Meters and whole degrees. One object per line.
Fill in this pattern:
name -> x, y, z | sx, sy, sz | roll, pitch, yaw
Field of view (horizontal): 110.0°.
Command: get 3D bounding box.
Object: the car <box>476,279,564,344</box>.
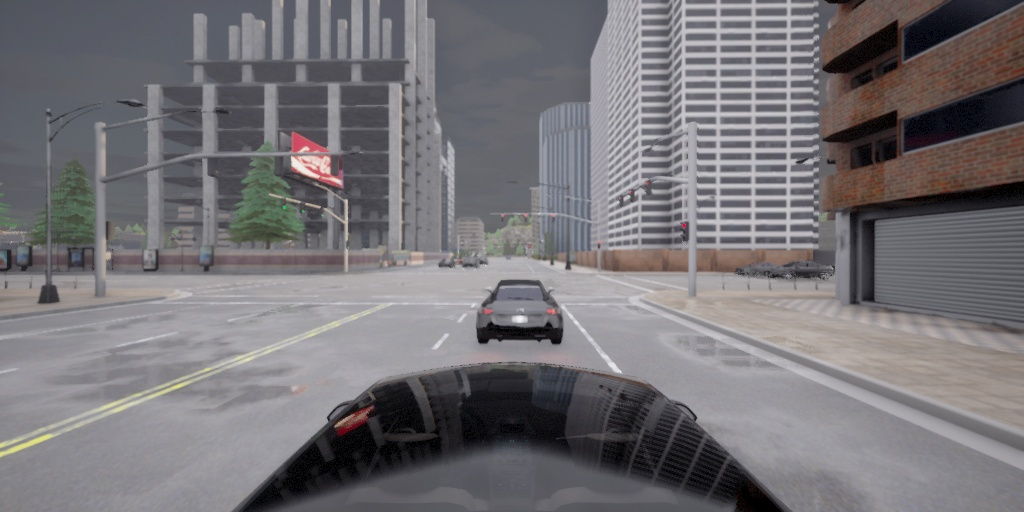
car -> 0.211, 1.290, 9.515 | 1.994, 1.385, 4.181 | 0, 0, 1

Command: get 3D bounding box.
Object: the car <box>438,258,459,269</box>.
car -> -9.565, 1.069, 52.859 | 1.882, 1.535, 5.008 | 0, 0, 1

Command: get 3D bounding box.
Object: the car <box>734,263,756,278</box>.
car -> 22.434, 1.225, 32.282 | 4.181, 1.385, 1.994 | 0, 0, 1

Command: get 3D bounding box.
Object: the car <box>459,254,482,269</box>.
car -> -6.061, 0.944, 52.938 | 2.097, 1.767, 4.553 | 0, 0, 1

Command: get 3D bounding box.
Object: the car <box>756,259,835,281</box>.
car -> 22.891, 1.176, 28.774 | 4.892, 1.490, 1.837 | 0, 0, 1
